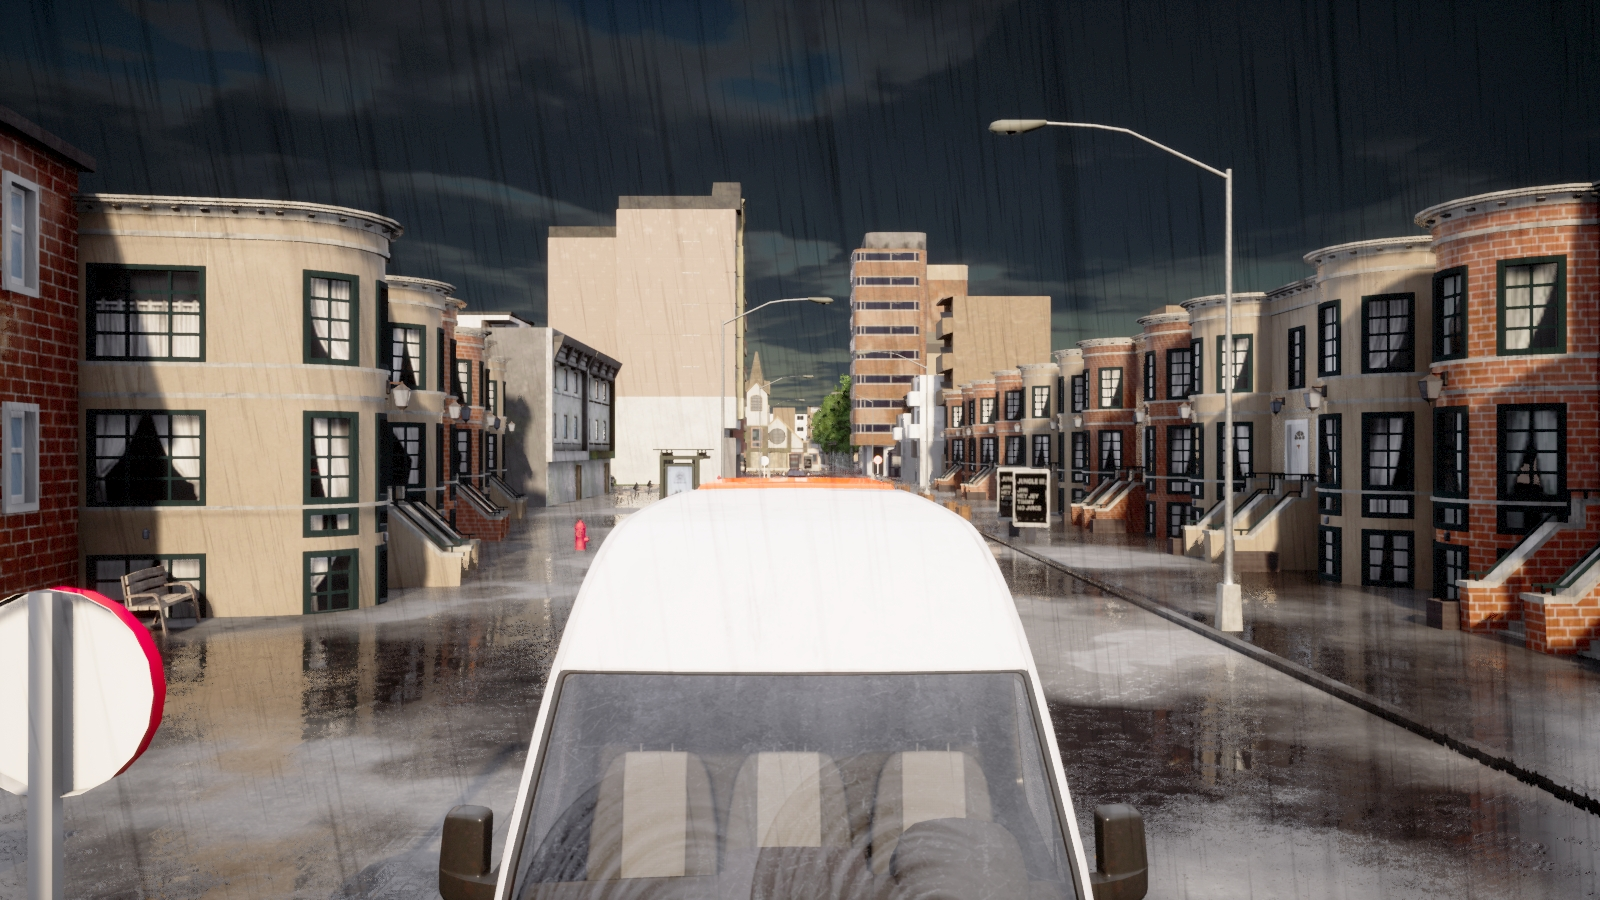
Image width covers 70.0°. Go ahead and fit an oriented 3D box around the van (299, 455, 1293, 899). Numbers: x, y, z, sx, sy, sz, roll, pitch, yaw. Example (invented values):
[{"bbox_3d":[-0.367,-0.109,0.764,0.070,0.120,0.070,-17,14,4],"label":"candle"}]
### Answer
[{"bbox_3d":[-0.019,1.314,5.243,1.988,2.561,5.915,0,0,0],"label":"van"}]
